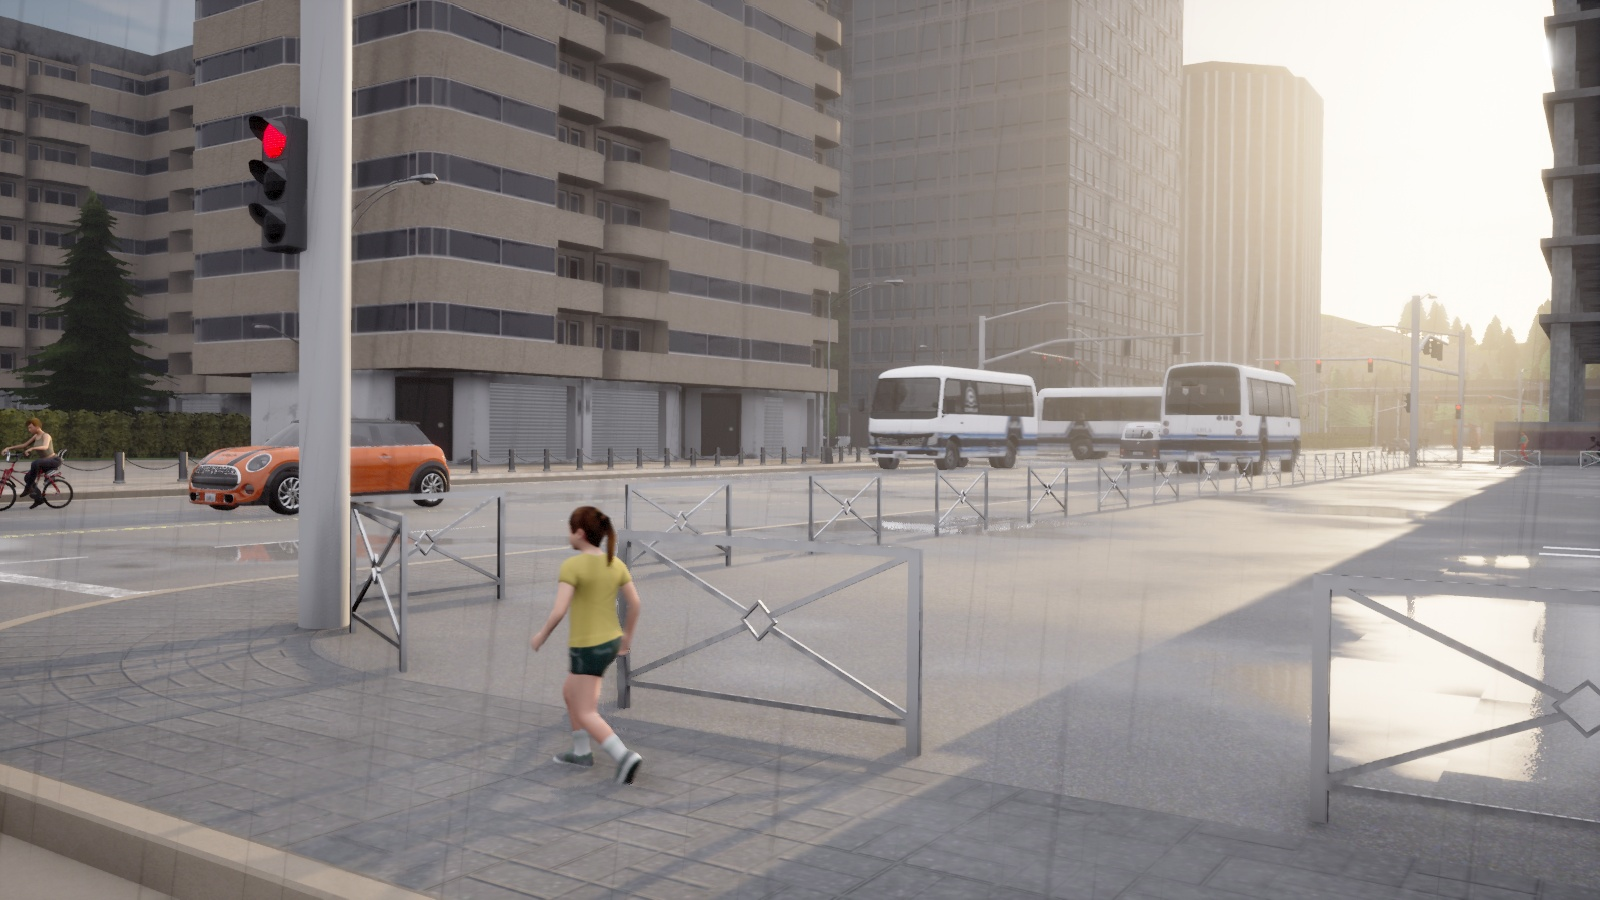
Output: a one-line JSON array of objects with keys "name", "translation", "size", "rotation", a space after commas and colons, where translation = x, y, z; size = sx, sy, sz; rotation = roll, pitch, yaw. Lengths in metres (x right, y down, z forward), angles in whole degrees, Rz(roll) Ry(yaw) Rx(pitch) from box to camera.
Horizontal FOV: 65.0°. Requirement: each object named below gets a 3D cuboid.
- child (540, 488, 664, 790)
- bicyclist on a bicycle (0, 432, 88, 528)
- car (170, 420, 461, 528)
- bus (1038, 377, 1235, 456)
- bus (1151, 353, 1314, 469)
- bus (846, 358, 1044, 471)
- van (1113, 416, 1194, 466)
[{"name": "child", "translation": [-0.771, 0.710, 4.887], "size": [0.394, 1.110, 0.255], "rotation": [0, 1, 32]}, {"name": "bicyclist on a bicycle", "translation": [-13.460, 0.490, 21.949], "size": [0.866, 1.612, 1.509], "rotation": [0, 1, 33]}, {"name": "car", "translation": [-8.683, 0.356, 22.910], "size": [2.097, 1.767, 4.553], "rotation": [0, 1, 33]}, {"name": "bus", "translation": [19.295, -1.834, 72.295], "size": [10.273, 4.253, 3.944], "rotation": [0, 1, 32]}, {"name": "bus", "translation": [17.821, -1.504, 51.114], "size": [3.944, 4.253, 10.273], "rotation": [0, 1, 33]}, {"name": "bus", "translation": [6.323, -1.421, 52.642], "size": [3.944, 4.253, 10.273], "rotation": [0, 1, 34]}, {"name": "van", "translation": [15.001, -0.407, 53.198], "size": [2.069, 2.038, 4.480], "rotation": [0, 1, 33]}]
